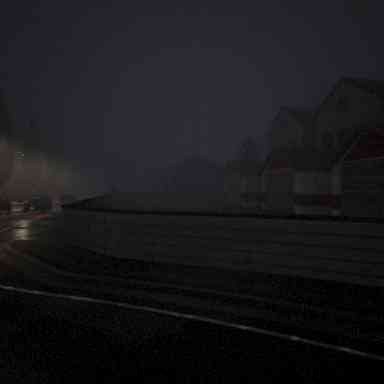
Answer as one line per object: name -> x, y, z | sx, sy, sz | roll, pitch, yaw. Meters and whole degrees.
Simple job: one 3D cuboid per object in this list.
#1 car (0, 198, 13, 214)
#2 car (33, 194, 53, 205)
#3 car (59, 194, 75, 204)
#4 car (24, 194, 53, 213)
car -> -18.476, 1.263, 31.278 | 2.128, 1.511, 4.902 | 0, 1, -12
car -> -22.709, 1.067, 50.901 | 1.882, 1.535, 5.008 | 0, 1, -12
car -> -19.290, 1.090, 51.520 | 1.812, 1.442, 4.674 | 0, 1, -12
car -> -15.288, 1.260, 33.091 | 1.812, 1.442, 4.674 | 0, 1, -12
